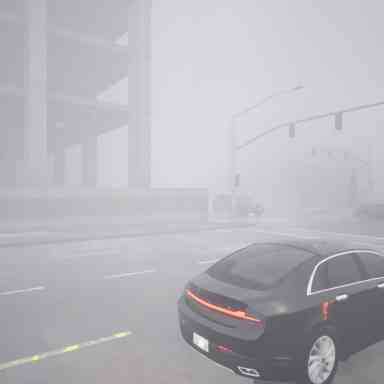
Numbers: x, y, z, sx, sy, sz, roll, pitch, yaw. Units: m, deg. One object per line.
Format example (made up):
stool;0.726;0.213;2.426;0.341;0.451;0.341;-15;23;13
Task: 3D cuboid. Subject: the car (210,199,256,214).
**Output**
car;4.484;1.547;37.128;2.033;1.411;5.357;0;0;-36

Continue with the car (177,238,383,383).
car;2.088;1.505;5.280;4.892;1.490;1.837;0;0;-35

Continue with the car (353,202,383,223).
car;14.128;1.505;23.822;1.837;1.490;4.892;0;0;-36

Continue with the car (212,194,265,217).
car;4.290;1.223;31.431;2.150;2.045;5.566;0;0;-36
